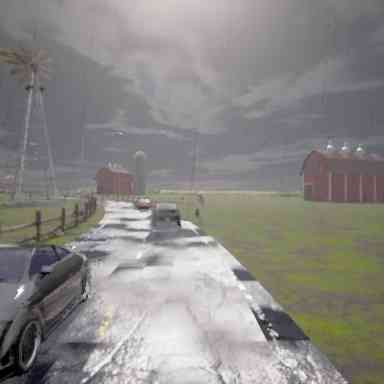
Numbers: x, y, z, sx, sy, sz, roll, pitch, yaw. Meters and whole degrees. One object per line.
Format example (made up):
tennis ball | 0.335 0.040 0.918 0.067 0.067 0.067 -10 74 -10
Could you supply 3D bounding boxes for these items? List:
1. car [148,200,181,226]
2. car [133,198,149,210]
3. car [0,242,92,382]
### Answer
car | -1.894 1.460 23.218 1.837 1.490 4.892 0 0 -9
car | -6.157 1.460 41.701 1.994 1.385 4.181 0 0 -17
car | -3.046 1.557 5.357 1.994 1.385 4.181 0 0 -2
